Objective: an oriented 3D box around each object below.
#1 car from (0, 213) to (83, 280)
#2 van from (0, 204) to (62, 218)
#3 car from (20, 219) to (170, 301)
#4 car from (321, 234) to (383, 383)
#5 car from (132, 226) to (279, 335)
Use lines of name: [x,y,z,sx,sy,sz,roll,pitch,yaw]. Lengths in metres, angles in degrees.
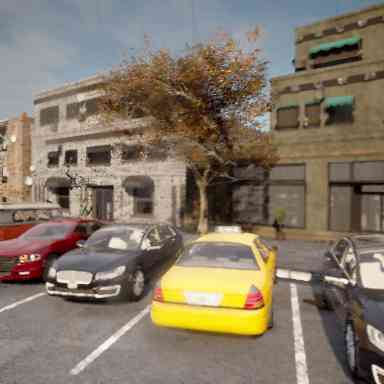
car: [-3.985,1.584,10.277,2.097,1.535,5.008,-1,-2,15]
van: [-6.355,1.436,12.081,1.878,1.987,4.442,-2,-2,15]
car: [-1.597,1.530,8.585,2.231,1.521,4.892,-1,-1,15]
car: [3.173,1.482,5.200,2.231,1.521,4.892,0,-1,15]
car: [0.828,1.495,7.068,1.946,1.575,5.366,0,-1,15]
